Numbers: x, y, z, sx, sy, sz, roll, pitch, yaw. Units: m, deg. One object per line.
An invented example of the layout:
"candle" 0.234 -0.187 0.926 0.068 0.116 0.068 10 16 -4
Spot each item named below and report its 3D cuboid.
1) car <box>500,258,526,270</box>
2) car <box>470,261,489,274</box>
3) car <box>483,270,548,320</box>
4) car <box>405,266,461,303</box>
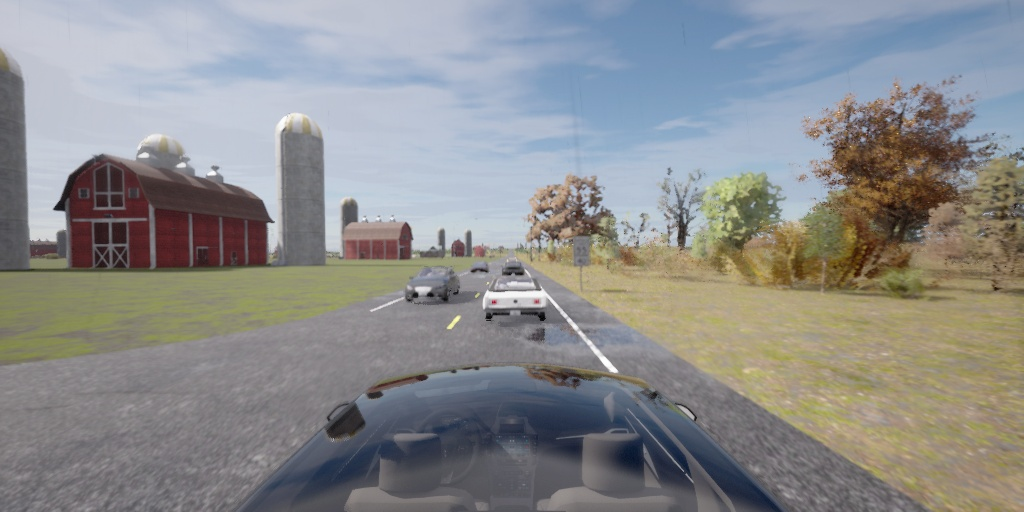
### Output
"car" 0.097 1.189 30.231 1.837 1.490 4.892 -1 0 0
"car" -3.562 1.247 40.672 2.033 1.411 5.357 -1 0 0
"car" 0.096 1.333 12.457 1.895 1.301 4.718 -1 0 0
"car" -3.602 1.257 16.955 2.128 1.511 4.902 -1 0 0
